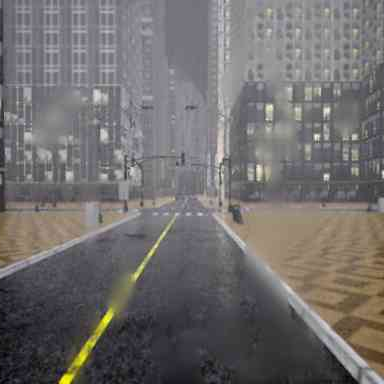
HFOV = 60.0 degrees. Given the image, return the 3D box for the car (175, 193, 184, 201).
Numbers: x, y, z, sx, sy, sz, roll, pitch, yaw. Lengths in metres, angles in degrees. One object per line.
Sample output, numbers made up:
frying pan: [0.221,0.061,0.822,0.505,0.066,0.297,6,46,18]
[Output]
car: [-2.976,1.191,81.200,2.150,2.045,5.566,0,0,0]

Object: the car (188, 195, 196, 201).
car: [0.025,1.494,82.906,2.128,1.511,4.902,0,0,0]

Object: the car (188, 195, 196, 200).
car: [0.028,1.507,94.157,2.033,1.411,5.357,0,0,0]
